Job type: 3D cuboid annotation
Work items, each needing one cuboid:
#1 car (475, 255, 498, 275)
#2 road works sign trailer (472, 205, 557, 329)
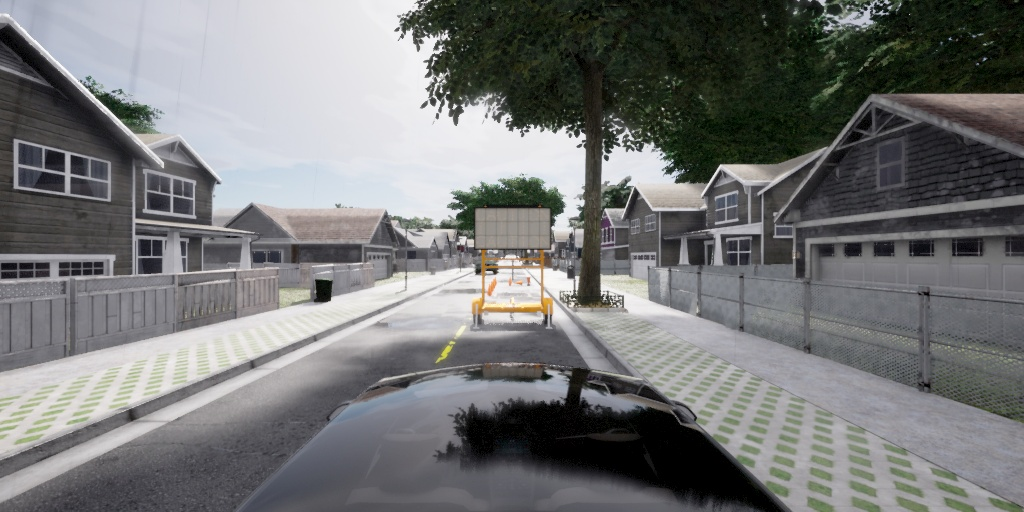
[{"bbox_3d":[-2.680,0.936,38.362,2.150,2.045,5.566,0,0,0],"label":"car"},{"bbox_3d":[0.023,0.212,11.233,2.380,3.560,2.880,0,0,0],"label":"road works sign trailer"}]
